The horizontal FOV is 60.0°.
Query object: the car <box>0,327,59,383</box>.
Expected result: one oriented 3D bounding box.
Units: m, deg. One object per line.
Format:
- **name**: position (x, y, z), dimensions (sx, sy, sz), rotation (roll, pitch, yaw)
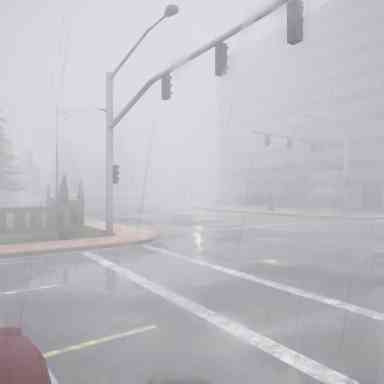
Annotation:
- **car**: position (-3.096, 1.601, 1.571), dimensions (4.718, 1.301, 1.895), rotation (0, 0, -35)
